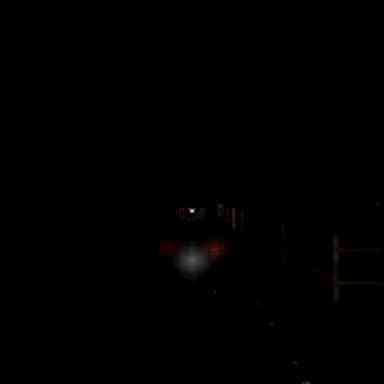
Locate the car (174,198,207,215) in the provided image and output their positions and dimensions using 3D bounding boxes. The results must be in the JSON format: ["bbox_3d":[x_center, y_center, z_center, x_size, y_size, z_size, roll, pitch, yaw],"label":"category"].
[{"bbox_3d":[0.039,1.447,26.330,2.150,2.045,5.566,0,0,1],"label":"car"}]

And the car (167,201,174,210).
[{"bbox_3d":[-2.824,2.043,51.213,1.895,1.301,4.718,0,-1,0],"label":"car"}]

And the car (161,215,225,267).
[{"bbox_3d":[0.042,1.701,11.804,1.895,1.301,4.718,0,0,1],"label":"car"}]
